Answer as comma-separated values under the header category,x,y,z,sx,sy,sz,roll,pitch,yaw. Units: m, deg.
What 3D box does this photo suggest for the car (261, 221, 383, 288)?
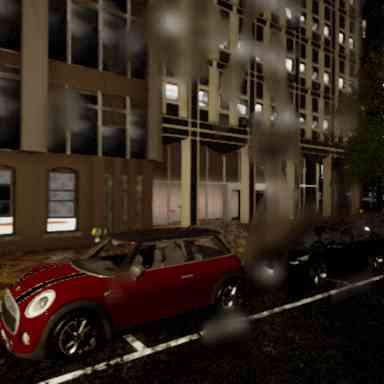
category,x,y,z,sx,sy,sz,roll,pitch,yaw
car,3.598,1.508,9.108,4.313,1.339,1.947,-1,1,-35

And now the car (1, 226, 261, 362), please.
category,x,y,z,sx,sy,sz,roll,pitch,yaw
car,-1.008,1.423,5.824,4.097,1.590,1.967,-1,1,-35
